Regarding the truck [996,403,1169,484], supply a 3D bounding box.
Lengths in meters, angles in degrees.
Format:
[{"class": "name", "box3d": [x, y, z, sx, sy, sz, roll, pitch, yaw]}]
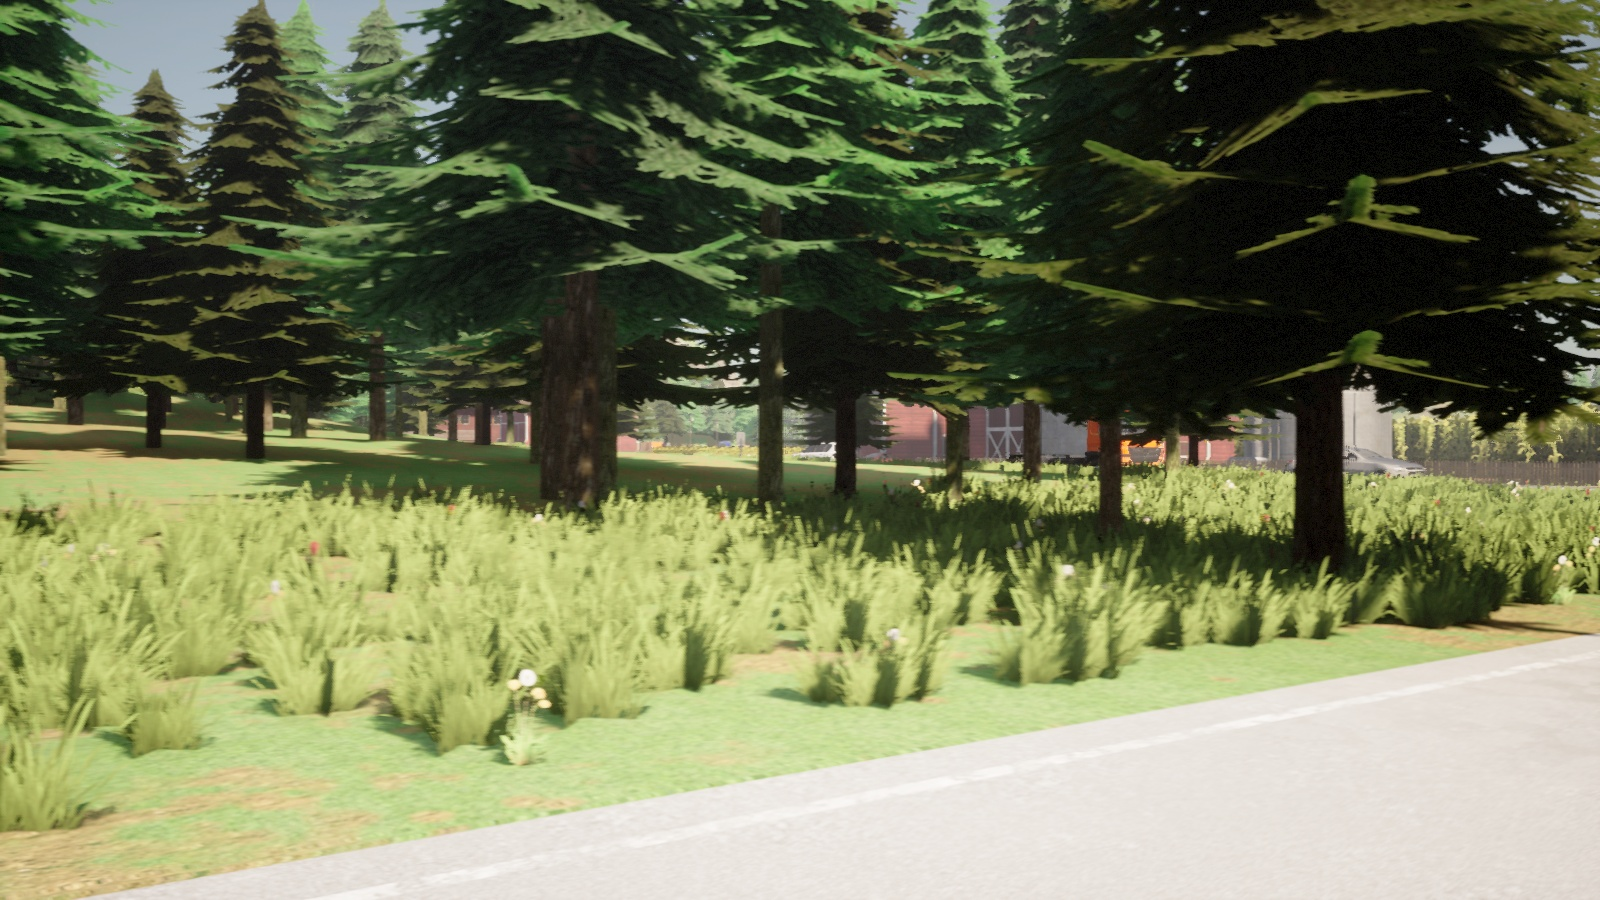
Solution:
[{"class": "truck", "box3d": [12.830, -0.262, 57.790, 2.891, 3.462, 7.936, 0, 0, -34]}]

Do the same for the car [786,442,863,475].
[{"class": "car", "box3d": [1.525, 0.518, 80.578, 2.150, 2.045, 5.566, 0, 0, -34]}]

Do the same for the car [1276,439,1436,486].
[{"class": "car", "box3d": [20.515, 0.454, 46.523, 2.152, 1.651, 5.027, 0, 0, -34]}]
